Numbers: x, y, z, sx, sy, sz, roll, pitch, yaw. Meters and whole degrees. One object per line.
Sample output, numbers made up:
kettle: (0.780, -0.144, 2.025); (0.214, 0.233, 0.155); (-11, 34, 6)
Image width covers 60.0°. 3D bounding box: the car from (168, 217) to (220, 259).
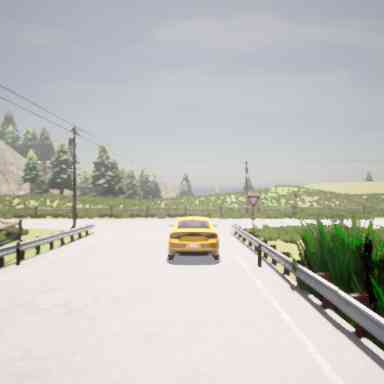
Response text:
car: (0.060, 1.766, 13.827); (1.882, 1.535, 5.008); (0, -2, 0)
